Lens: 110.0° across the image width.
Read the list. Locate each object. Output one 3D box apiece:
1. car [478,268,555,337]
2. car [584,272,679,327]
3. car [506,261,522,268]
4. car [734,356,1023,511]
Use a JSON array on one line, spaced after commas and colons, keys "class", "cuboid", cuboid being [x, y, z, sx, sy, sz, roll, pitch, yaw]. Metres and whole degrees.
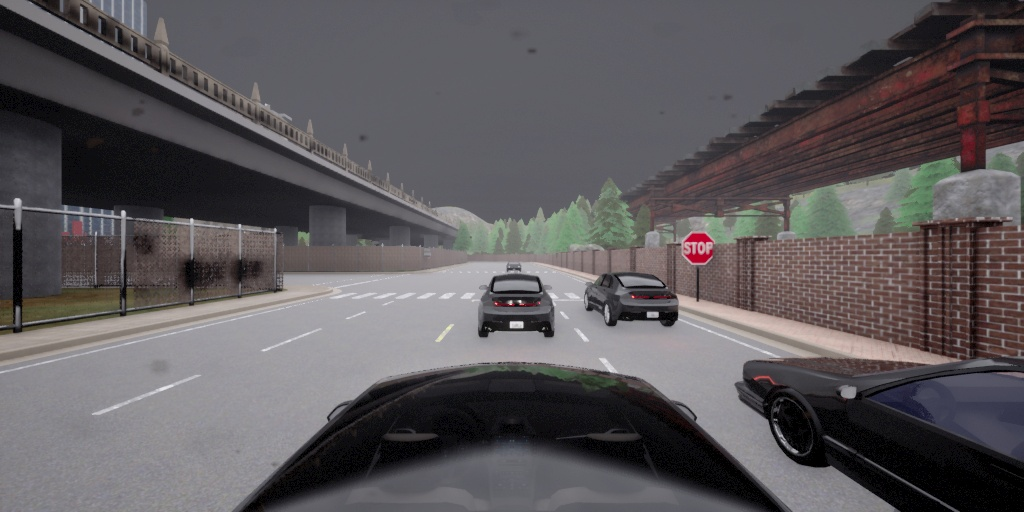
[{"class": "car", "cuboid": [0.106, 1.255, 10.229, 1.837, 1.490, 4.892, 0, 0, 0]}, {"class": "car", "cuboid": [3.609, 1.255, 11.586, 1.837, 1.490, 4.892, 0, 0, 0]}, {"class": "car", "cuboid": [0.228, 1.351, 45.981, 1.895, 1.301, 4.718, 0, 0, 0]}, {"class": "car", "cuboid": [3.600, 1.297, 1.839, 2.033, 1.411, 5.357, 0, 0, 0]}]
